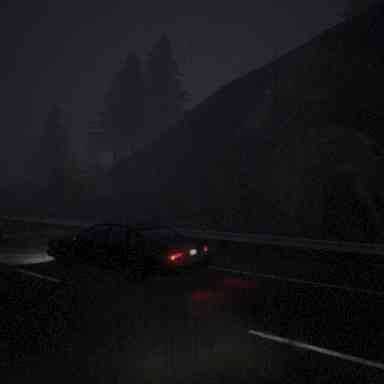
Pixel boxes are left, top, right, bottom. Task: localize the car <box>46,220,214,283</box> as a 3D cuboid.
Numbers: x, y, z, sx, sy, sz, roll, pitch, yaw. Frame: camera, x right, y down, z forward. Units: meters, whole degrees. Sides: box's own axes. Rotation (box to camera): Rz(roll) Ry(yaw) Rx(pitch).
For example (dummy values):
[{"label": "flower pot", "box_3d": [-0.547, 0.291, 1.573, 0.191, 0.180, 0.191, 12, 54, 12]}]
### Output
[{"label": "car", "box_3d": [-2.010, 1.544, 9.698, 5.357, 1.411, 2.033, 0, 0, 35]}]
